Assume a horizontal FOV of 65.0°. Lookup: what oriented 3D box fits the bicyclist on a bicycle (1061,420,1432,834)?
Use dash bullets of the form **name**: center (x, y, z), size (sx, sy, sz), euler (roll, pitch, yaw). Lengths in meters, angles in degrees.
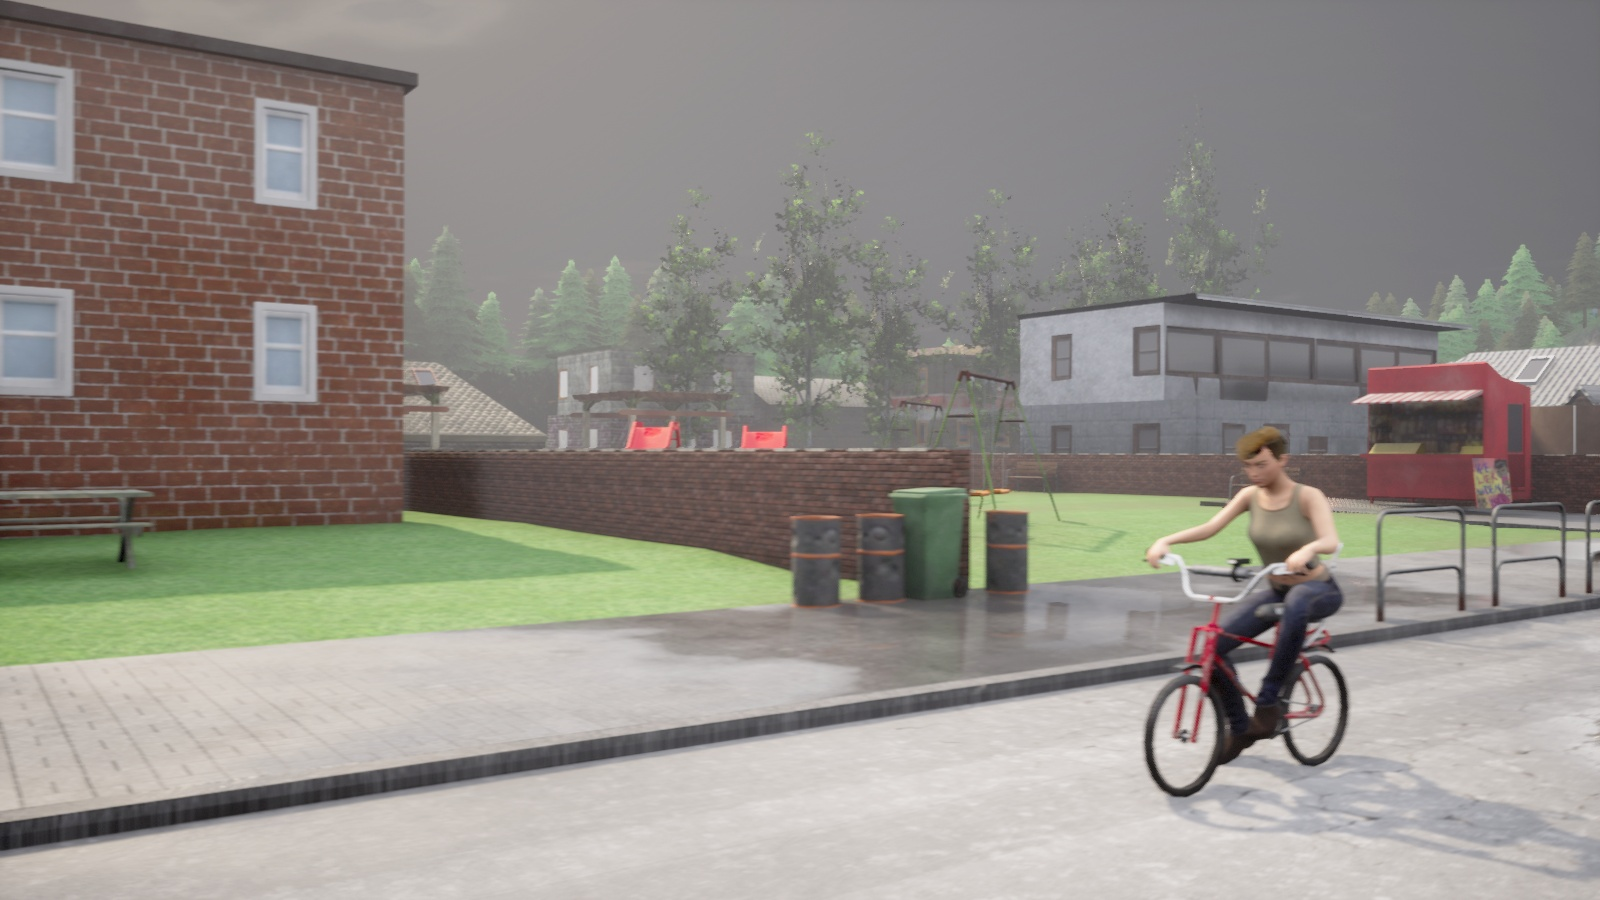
- **bicyclist on a bicycle**: center (2.033, 0.691, 5.685), size (1.509, 1.612, 0.866), euler (0, 0, -35)
